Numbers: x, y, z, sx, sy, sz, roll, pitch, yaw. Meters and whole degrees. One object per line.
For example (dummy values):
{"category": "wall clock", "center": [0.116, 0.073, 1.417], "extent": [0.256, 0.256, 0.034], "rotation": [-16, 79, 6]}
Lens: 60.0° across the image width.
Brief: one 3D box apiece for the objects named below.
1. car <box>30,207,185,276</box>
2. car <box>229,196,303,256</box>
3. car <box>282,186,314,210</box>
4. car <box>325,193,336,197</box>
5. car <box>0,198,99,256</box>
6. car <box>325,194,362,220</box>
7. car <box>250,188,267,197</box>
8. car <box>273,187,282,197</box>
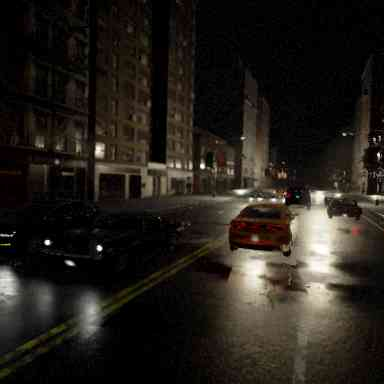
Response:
{"category": "car", "center": [-1.912, 1.230, 9.454], "extent": [1.895, 1.301, 4.718], "rotation": [2, 2, 21]}
{"category": "car", "center": [2.715, 1.141, 11.887], "extent": [1.882, 1.535, 5.008], "rotation": [2, 2, 21]}
{"category": "car", "center": [9.844, 0.452, 30.506], "extent": [2.150, 2.045, 5.566], "rotation": [2, 2, 20]}
{"category": "car", "center": [15.259, 0.797, 35.642], "extent": [1.895, 1.301, 4.718], "rotation": [2, 2, 21]}
{"category": "car", "center": [-4.756, 1.011, 11.102], "extent": [1.837, 1.490, 4.892], "rotation": [2, 2, 21]}
{"category": "car", "center": [10.284, 1.099, 22.638], "extent": [1.895, 1.301, 4.718], "rotation": [2, 2, 21]}
{"category": "car", "center": [9.968, 0.163, 49.487], "extent": [2.033, 1.411, 5.357], "rotation": [2, 2, 21]}
{"category": "car", "center": [13.045, 0.078, 48.419], "extent": [2.097, 1.767, 4.553], "rotation": [2, 2, 21]}
